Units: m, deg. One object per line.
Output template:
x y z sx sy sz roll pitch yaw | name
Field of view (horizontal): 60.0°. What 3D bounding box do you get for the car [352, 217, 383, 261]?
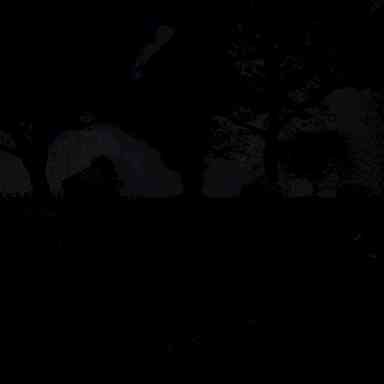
7.514 1.573 11.925 4.097 1.590 1.967 1 -1 -36 | car
